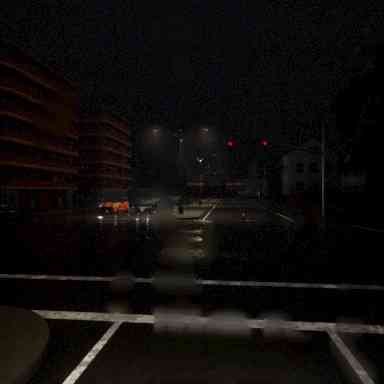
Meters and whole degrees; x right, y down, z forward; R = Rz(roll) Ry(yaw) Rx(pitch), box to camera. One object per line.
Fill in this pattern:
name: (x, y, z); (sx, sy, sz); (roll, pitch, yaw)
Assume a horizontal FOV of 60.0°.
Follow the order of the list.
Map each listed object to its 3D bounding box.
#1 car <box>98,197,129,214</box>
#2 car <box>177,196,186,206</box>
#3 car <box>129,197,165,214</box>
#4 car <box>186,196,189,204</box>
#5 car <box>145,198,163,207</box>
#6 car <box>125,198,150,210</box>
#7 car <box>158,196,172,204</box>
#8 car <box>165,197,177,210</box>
car: (-8.120, 1.352, 34.941); (2.097, 1.767, 4.553); (0, 0, 6)
car: (-2.706, 1.491, 53.127); (2.128, 1.511, 4.902); (0, 0, 6)
car: (-4.605, 1.491, 34.871); (2.128, 1.511, 4.902); (0, 0, 6)
car: (-1.657, 1.504, 63.030); (1.837, 1.490, 4.892); (0, 0, 7)
car: (-6.146, 1.600, 53.890); (1.895, 1.301, 4.718); (0, 0, 6)
car: (-7.139, 1.545, 44.359); (2.033, 1.411, 5.357); (0, 0, 6)
car: (-5.089, 1.563, 63.865); (1.994, 1.385, 4.181); (0, 0, 6)
car: (-3.653, 1.600, 44.081); (1.895, 1.301, 4.718); (0, 0, 6)
